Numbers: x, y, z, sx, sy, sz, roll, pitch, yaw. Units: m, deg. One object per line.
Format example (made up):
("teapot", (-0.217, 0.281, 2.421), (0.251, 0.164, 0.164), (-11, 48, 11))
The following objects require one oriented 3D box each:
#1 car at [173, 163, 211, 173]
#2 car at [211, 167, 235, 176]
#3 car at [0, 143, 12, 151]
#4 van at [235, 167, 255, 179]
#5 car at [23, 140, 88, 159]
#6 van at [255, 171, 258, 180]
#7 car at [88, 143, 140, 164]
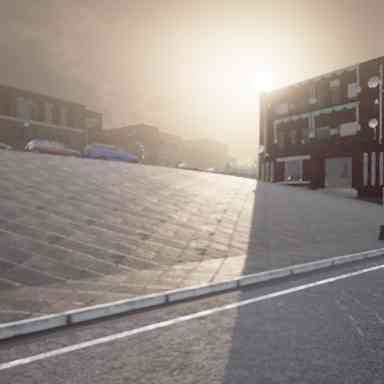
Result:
("car", (-0.314, -2.648, 39.910), (2.002, 1.452, 4.674), (0, -2, 41))
("car", (3.244, -2.427, 44.154), (2.002, 1.452, 4.674), (0, -2, 40))
("car", (-15.474, -3.356, 23.592), (4.892, 1.521, 2.231), (2, -1, -44))
("van", (6.829, -2.443, 48.557), (1.878, 1.987, 4.442), (0, -2, 39))
("car", (-11.511, -3.347, 27.602), (2.185, 1.767, 4.553), (0, -1, 45))
("van", (10.210, -2.179, 52.935), (1.878, 1.987, 4.442), (0, -2, 38))
("car", (-7.640, -3.315, 31.664), (2.435, 2.045, 5.566), (0, -1, 44))
